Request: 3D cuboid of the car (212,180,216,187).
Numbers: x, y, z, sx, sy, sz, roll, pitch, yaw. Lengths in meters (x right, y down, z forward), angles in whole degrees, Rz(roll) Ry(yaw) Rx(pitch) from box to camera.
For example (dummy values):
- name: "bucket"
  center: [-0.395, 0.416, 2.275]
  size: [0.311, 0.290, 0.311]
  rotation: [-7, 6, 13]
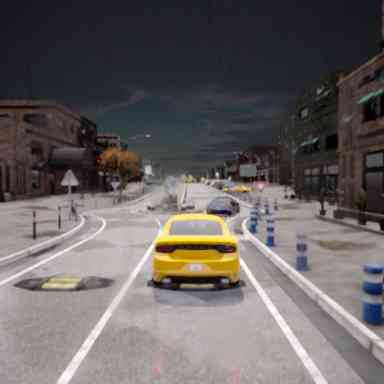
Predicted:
- name: "car"
  center: [7.988, -1.477, 79.241]
  size: [4.892, 1.521, 2.231]
  rotation: [0, 3, -1]

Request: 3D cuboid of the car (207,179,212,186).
- name: "car"
  center: [7.792, -2.316, 92.999]
  size: [5.566, 2.045, 2.435]
  rotation: [0, 2, -1]

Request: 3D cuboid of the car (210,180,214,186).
- name: "car"
  center: [7.923, -1.723, 84.746]
  size: [5.008, 1.535, 2.097]
  rotation: [0, 2, -1]

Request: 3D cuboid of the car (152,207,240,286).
- name: "car"
  center: [0.099, 1.327, 8.876]
  size: [1.882, 1.535, 5.008]
  rotation: [0, -1, 1]

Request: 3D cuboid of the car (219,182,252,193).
- name: "car"
  center: [8.019, -0.508, 59.971]
  size: [5.366, 1.575, 1.946]
  rotation: [0, 3, -1]

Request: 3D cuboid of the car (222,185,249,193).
- name: "car"
  center: [8.177, -0.614, 62.729]
  size: [4.674, 1.452, 2.002]
  rotation: [0, 3, -1]

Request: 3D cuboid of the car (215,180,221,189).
- name: "car"
  center: [8.138, -1.194, 68.217]
  size: [5.566, 2.045, 2.435]
  rotation: [0, 3, -1]

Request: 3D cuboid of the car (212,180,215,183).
- name: "car"
  center: [7.919, -1.573, 81.994]
  size: [4.792, 1.488, 2.163]
  rotation: [0, 3, -1]

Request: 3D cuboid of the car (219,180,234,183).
- name: "car"
  center: [8.109, -0.926, 65.471]
  size: [4.553, 1.767, 2.185]
  rotation: [0, 3, -1]

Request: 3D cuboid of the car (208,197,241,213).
- name: "car"
  center: [2.575, 1.070, 26.337]
  size: [1.994, 1.385, 4.181]
  rotation: [1, 2, 18]
